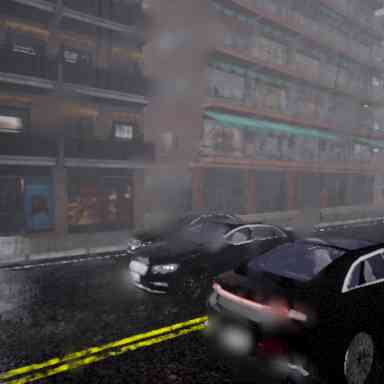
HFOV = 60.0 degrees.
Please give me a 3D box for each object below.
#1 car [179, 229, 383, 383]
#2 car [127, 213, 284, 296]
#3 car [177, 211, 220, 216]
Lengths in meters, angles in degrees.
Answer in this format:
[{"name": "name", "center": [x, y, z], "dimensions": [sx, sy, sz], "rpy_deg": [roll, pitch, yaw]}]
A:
[{"name": "car", "center": [2.471, 1.474, 5.254], "dimensions": [4.902, 1.511, 2.128], "rpy_deg": [0, 0, -36]}, {"name": "car", "center": [0.809, 1.474, 8.311], "dimensions": [4.902, 1.511, 2.128], "rpy_deg": [0, 0, -36]}, {"name": "car", "center": [0.120, 1.483, 11.831], "dimensions": [4.892, 1.490, 1.837], "rpy_deg": [0, 0, -36]}]
